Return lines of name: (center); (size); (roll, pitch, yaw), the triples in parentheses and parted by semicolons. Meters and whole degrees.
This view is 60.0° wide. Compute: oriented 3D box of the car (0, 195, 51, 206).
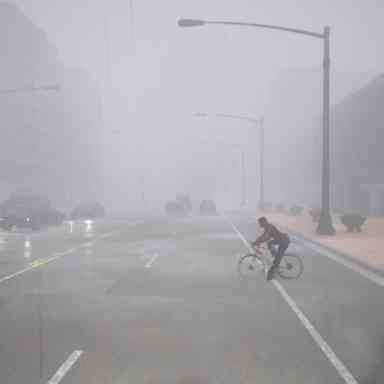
car: (-12.946, 1.246, 25.748); (2.150, 2.045, 5.566); (0, 0, 3)

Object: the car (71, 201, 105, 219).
car: (-9.235, 1.577, 29.919); (1.812, 1.442, 4.674); (0, 0, 3)

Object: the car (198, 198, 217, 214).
car: (1.769, 1.596, 37.231); (2.128, 1.511, 4.902); (0, 0, 3)

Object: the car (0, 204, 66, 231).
car: (-9.658, 1.614, 20.518); (1.895, 1.301, 4.718); (0, 0, 3)

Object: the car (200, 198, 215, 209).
car: (2.312, 1.643, 49.120); (2.128, 1.511, 4.902); (0, 0, 3)

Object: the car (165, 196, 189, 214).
car: (-1.766, 1.572, 36.691); (1.882, 1.535, 5.008); (0, 0, 3)

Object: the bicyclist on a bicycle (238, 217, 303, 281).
bicyclist on a bicycle: (1.980, 1.457, 8.470); (1.656, 1.620, 0.582); (-2, 0, 3)

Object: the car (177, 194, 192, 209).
car: (-1.224, 1.363, 48.548); (2.150, 2.045, 5.566); (0, 0, 3)

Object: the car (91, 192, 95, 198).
car: (-25.657, 0.792, 82.982); (1.970, 1.475, 3.806); (0, 2, 3)
